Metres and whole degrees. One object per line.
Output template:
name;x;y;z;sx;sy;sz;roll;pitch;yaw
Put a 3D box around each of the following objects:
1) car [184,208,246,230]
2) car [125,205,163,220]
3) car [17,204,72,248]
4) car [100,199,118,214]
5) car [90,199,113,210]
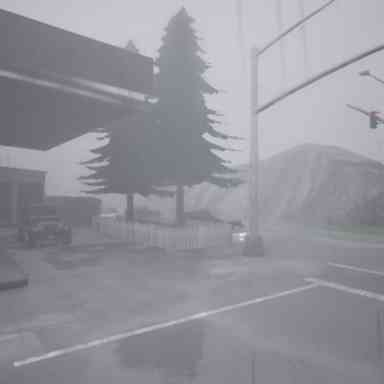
car;1.283;1.851;23.073;2.033;1.411;5.357;0;0;-35
car;-4.586;1.917;31.384;1.895;1.301;4.718;0;0;-35
car;-7.307;1.549;16.295;1.905;1.878;3.866;0;0;-36
car;-10.376;1.891;39.612;1.994;1.385;4.181;0;0;-35
car;-14.052;1.868;51.199;1.837;1.490;4.892;0;0;-35
